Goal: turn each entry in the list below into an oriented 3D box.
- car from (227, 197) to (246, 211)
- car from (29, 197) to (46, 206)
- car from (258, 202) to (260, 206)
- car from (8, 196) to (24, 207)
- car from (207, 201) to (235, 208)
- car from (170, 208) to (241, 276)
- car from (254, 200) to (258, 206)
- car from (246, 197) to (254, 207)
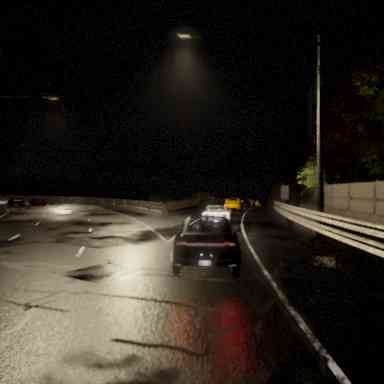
[{"bbox_3d":[5.154,1.457,40.583,1.882,1.535,5.008,0,0,13],"label":"car"},{"bbox_3d":[-25.461,1.485,54.767,1.994,1.385,4.181,0,0,-36],"label":"car"},{"bbox_3d":[14.748,2.738,78.118,1.882,1.535,5.008,0,-4,16],"label":"car"},{"bbox_3d":[-26.889,1.413,50.798,2.128,1.511,4.902,0,0,-35],"label":"car"},{"bbox_3d":[1.879,1.587,23.818,1.895,1.301,4.718,0,0,8],"label":"car"},{"bbox_3d":[0.460,1.485,10.386,2.128,1.511,4.902,0,0,3],"label":"car"},{"bbox_3d":[11.086,2.055,64.010,1.895,1.301,4.718,0,-2,14],"label":"car"},{"bbox_3d":[8.102,1.580,52.534,2.128,1.511,4.902,0,-1,14],"label":"car"}]
